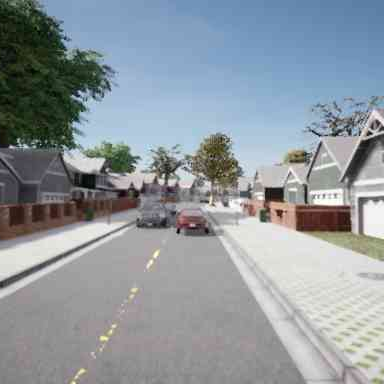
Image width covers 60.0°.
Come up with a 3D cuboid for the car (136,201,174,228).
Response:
[{"bbox_3d":[-2.722,1.558,24.017,2.097,1.767,4.553,0,0,0],"label":"car"}]

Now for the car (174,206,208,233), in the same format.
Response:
[{"bbox_3d":[0.032,1.713,20.921,1.812,1.442,4.674,0,-1,0],"label":"car"}]

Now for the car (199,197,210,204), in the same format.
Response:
[{"bbox_3d":[3.311,2.181,89.008,2.097,1.767,4.553,0,-1,10],"label":"car"}]

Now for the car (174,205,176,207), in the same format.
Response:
[{"bbox_3d":[-2.705,1.845,36.574,1.812,1.442,4.674,0,-1,0],"label":"car"}]
